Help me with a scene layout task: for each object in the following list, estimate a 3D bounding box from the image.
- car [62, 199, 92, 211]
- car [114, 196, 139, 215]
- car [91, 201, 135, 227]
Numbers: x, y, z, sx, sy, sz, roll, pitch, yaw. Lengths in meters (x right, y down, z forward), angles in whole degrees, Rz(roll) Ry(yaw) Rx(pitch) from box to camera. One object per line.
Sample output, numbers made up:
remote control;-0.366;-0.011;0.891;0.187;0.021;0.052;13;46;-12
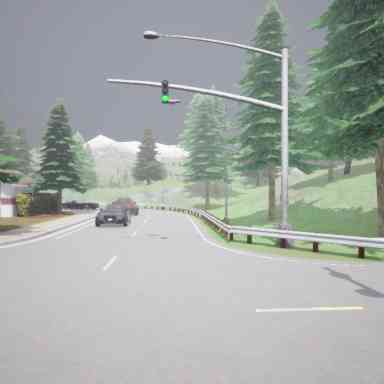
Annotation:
car;-13.584;1.545;39.792;4.718;1.301;1.895;0;0;11
car;-6.618;1.303;32.404;2.097;1.767;4.553;0;0;-22
car;-5.278;1.529;22.671;1.994;1.385;4.181;0;0;-5
